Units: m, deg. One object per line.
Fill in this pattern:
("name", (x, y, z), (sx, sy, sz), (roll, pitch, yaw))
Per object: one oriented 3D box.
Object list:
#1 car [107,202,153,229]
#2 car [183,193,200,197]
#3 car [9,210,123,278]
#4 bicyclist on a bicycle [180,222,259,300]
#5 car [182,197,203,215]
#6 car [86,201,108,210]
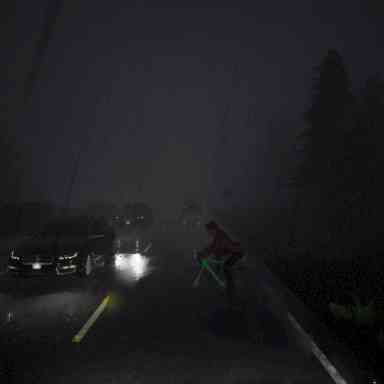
("car", (-3.619, 1.473, 21.252), (2.128, 1.511, 4.902), (0, 0, 0))
("car", (-0.045, 1.182, 44.986), (2.150, 2.045, 5.566), (0, 0, 0))
("car", (-3.606, 1.497, 10.145), (1.837, 1.490, 4.892), (0, 0, 0))
("bicyclist on a bicycle", (0.564, 1.449, 6.896), (1.656, 1.620, 0.582), (0, 0, 0))
("car", (0.011, 1.497, 33.138), (1.812, 1.442, 4.674), (0, 0, 0))
("car", (-6.506, 1.434, 23.996), (1.816, 1.474, 4.193), (6, 0, -2))
